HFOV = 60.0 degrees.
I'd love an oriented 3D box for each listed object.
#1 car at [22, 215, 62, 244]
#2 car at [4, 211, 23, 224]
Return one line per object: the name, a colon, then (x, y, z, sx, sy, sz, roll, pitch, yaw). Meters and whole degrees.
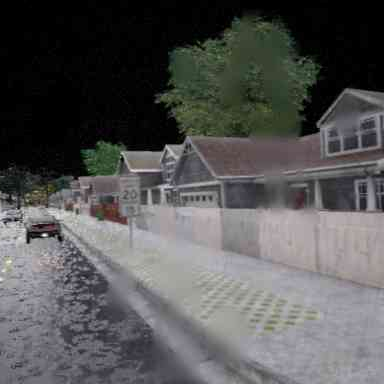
car: (-8.974, 2.139, 20.103, 1.837, 1.490, 4.892, -2, -1, -25)
car: (-20.908, 2.937, 39.140, 2.033, 1.411, 5.357, -2, -1, -25)
